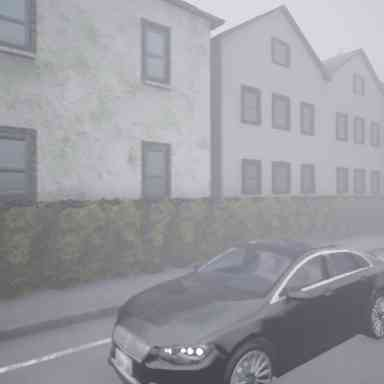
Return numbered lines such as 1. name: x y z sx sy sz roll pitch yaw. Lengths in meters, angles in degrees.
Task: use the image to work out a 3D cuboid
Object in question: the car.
1. car: 1.240 1.510 4.958 4.902 1.511 2.128 0 0 -37
